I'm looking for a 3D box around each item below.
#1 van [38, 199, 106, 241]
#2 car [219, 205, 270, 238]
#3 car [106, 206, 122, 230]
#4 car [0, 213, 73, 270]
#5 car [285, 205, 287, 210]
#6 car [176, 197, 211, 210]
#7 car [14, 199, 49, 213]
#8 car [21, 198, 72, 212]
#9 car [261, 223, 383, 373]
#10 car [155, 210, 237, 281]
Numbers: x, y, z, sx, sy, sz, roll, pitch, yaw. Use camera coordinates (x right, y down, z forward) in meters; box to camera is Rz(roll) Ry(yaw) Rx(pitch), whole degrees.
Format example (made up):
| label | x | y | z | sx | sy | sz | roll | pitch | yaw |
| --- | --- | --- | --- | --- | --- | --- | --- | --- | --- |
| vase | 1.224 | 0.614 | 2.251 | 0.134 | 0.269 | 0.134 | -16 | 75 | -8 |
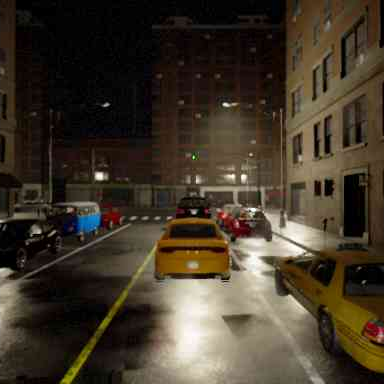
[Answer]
| label | x | y | z | sx | sy | sz | roll | pitch | yaw |
| --- | --- | --- | --- | --- | --- | --- | --- | --- | --- |
| van | -5.845 | 1.413 | 16.682 | 1.690 | 1.788 | 3.998 | 1 | 0 | 0 |
| car | 2.679 | 1.512 | 16.679 | 1.967 | 1.590 | 4.097 | 1 | 0 | 0 |
| car | -5.847 | 1.641 | 22.163 | 1.887 | 1.381 | 4.507 | 1 | 0 | 0 |
| car | -5.848 | 1.613 | 11.199 | 1.947 | 1.339 | 4.313 | 1 | 0 | 0 |
| car | 14.669 | 1.932 | 44.814 | 4.181 | 1.385 | 1.994 | 0 | -1 | 0 |
| car | 0.109 | 1.317 | 22.151 | 2.150 | 2.045 | 5.566 | 0 | 0 | 0 |
| car | -16.503 | 1.587 | 35.053 | 4.718 | 1.301 | 1.895 | 0 | -1 | 1 |
| car | -16.699 | 1.523 | 38.316 | 4.902 | 1.511 | 2.128 | 0 | -1 | 0 |
| car | 2.676 | 1.550 | 5.883 | 1.752 | 1.417 | 4.829 | 1 | 0 | 0 |
| car | 0.017 | 1.520 | 9.989 | 1.882 | 1.535 | 5.008 | 0 | 0 | 0 |
